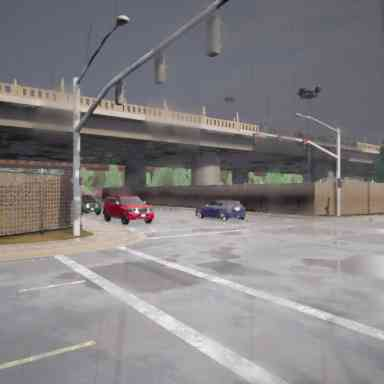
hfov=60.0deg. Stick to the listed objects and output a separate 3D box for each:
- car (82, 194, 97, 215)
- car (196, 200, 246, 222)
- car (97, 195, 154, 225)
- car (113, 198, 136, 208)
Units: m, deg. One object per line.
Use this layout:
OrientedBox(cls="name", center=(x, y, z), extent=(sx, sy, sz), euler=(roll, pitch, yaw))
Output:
OrientedBox(cls="car", center=(-11.104, 1.277, 33.929), extent=(2.150, 2.045, 5.566), euler=(0, 0, -36))
OrientedBox(cls="car", center=(2.297, 1.408, 27.575), extent=(2.097, 1.767, 4.553), euler=(0, 0, -36))
OrientedBox(cls="car", center=(-4.981, 1.278, 25.374), extent=(2.150, 2.045, 5.566), euler=(0, 0, -36))
OrientedBox(cls="car", center=(-10.524, 1.619, 51.503), extent=(1.994, 1.385, 4.181), euler=(0, 0, -36))
